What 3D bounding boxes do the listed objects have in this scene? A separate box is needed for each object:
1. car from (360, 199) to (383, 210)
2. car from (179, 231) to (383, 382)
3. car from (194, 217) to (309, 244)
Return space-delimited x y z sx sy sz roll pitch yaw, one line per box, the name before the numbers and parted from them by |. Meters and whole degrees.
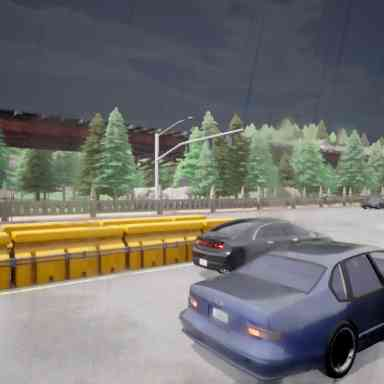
car | 23.593 1.546 42.306 5.357 1.411 2.033 0 0 -35
car | 2.398 1.547 5.496 5.357 1.411 2.033 0 0 -35
car | 2.261 1.505 9.685 4.892 1.490 1.837 0 0 -35
